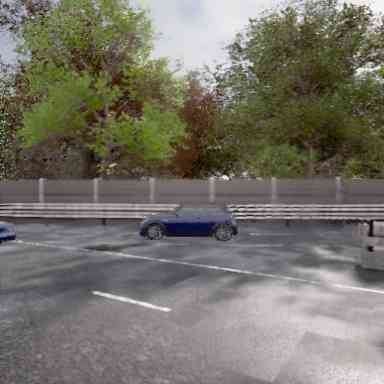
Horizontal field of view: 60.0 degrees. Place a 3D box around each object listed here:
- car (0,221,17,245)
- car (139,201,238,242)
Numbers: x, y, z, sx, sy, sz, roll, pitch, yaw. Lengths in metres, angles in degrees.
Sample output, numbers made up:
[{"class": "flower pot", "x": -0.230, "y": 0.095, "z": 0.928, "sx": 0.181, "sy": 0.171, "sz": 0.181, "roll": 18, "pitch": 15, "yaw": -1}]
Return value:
[{"class": "car", "x": -9.476, "y": 1.486, "z": 13.443, "sx": 5.357, "sy": 1.411, "sz": 2.033, "roll": 0, "pitch": 0, "yaw": 28}, {"class": "car", "x": -0.139, "y": 1.273, "z": 15.540, "sx": 4.553, "sy": 1.767, "sz": 2.097, "roll": 0, "pitch": 0, "yaw": 6}]
